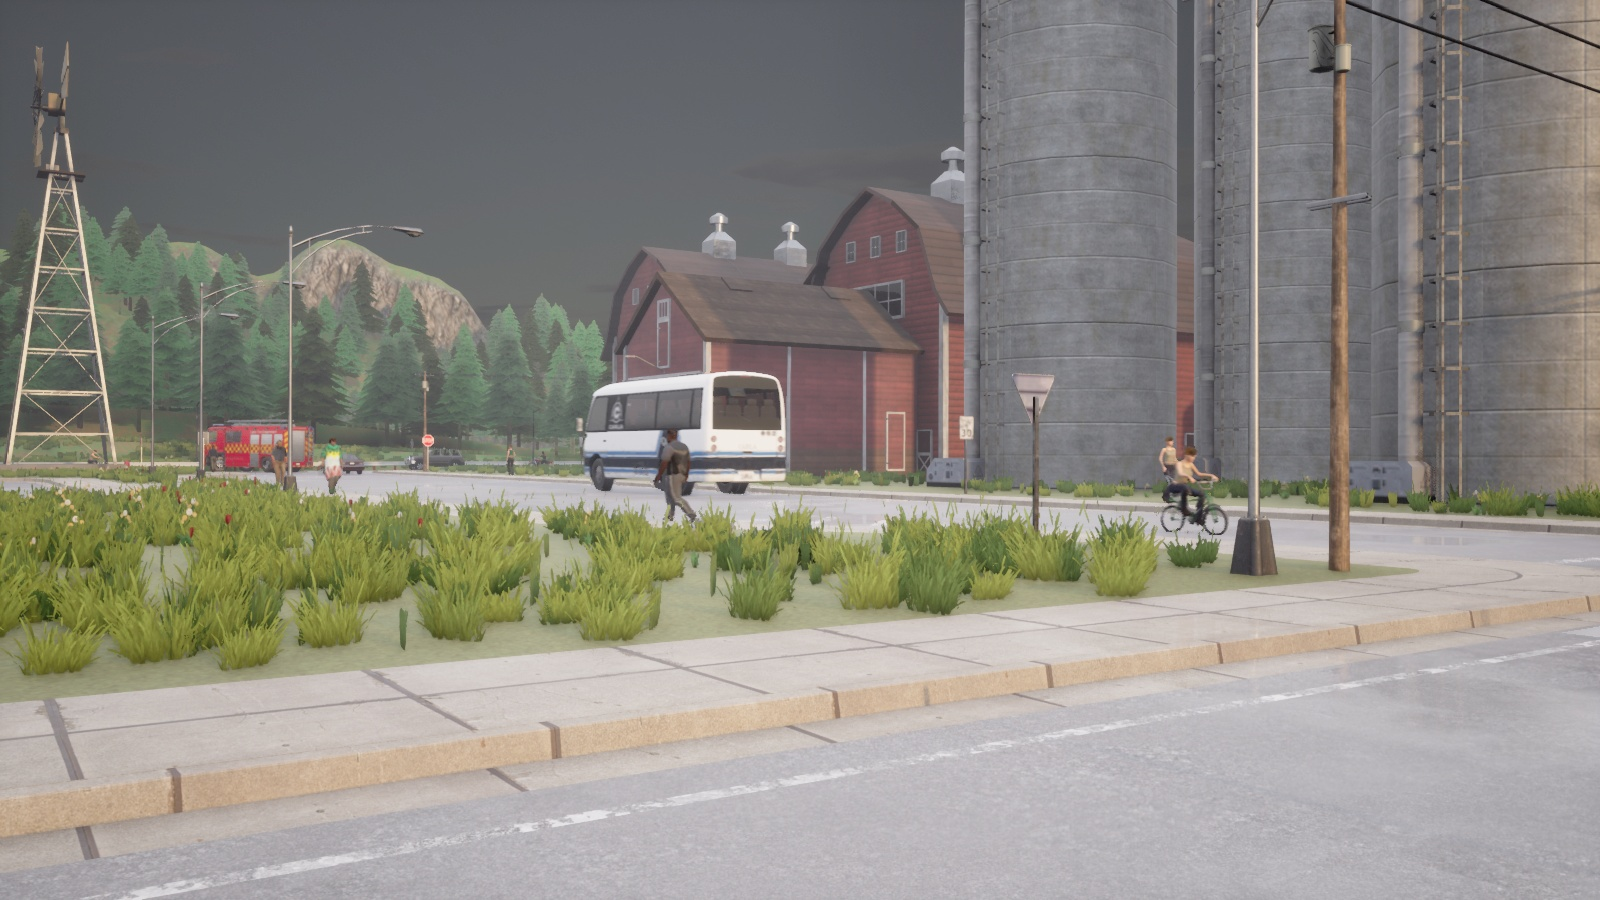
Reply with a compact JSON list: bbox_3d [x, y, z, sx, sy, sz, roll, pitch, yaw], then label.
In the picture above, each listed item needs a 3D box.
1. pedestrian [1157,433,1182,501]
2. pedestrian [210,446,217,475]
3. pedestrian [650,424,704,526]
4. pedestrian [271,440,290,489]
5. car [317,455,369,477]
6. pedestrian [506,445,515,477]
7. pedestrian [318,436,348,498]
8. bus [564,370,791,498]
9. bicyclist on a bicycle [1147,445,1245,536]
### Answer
[{"bbox_3d":[10.032,0.462,34.130,0.345,1.836,0.594,0,0,-26],"label":"pedestrian"},{"bbox_3d":[-38.379,0.683,82.193,0.370,1.835,0.726,0,0,-22],"label":"pedestrian"},{"bbox_3d":[-2.339,0.463,23.798,0.849,1.883,0.563,0,0,34],"label":"pedestrian"},{"bbox_3d":[-19.768,0.559,47.819,0.540,1.848,0.694,0,0,-34],"label":"pedestrian"},{"bbox_3d":[-30.878,1.065,84.766,2.033,1.411,5.357,0,0,-34],"label":"car"},{"bbox_3d":[-16.776,0.614,72.770,0.345,1.836,0.594,0,0,-35],"label":"pedestrian"},{"bbox_3d":[-14.780,0.529,39.729,0.659,1.952,0.873,0,0,-36],"label":"pedestrian"},{"bbox_3d":[-4.864,-0.506,46.972,3.944,4.253,10.273,0,0,-35],"label":"bus"},{"bbox_3d":[7.289,0.723,23.151,0.866,1.612,1.509,0,0,-35],"label":"bicyclist on a bicycle"}]
